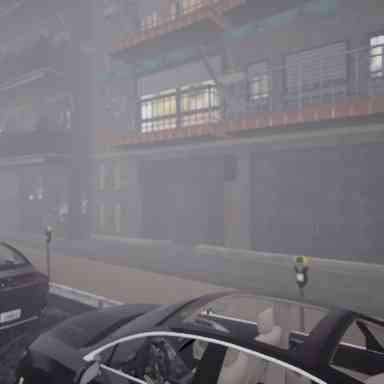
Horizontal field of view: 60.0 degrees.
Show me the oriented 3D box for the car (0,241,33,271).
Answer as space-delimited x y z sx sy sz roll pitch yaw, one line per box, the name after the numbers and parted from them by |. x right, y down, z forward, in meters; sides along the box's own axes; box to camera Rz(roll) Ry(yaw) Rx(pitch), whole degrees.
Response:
-4.326 1.495 5.969 4.403 1.369 2.008 1 0 35 | car

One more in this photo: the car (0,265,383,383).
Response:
0.291 1.541 2.678 4.403 1.369 2.008 1 0 35 | car
